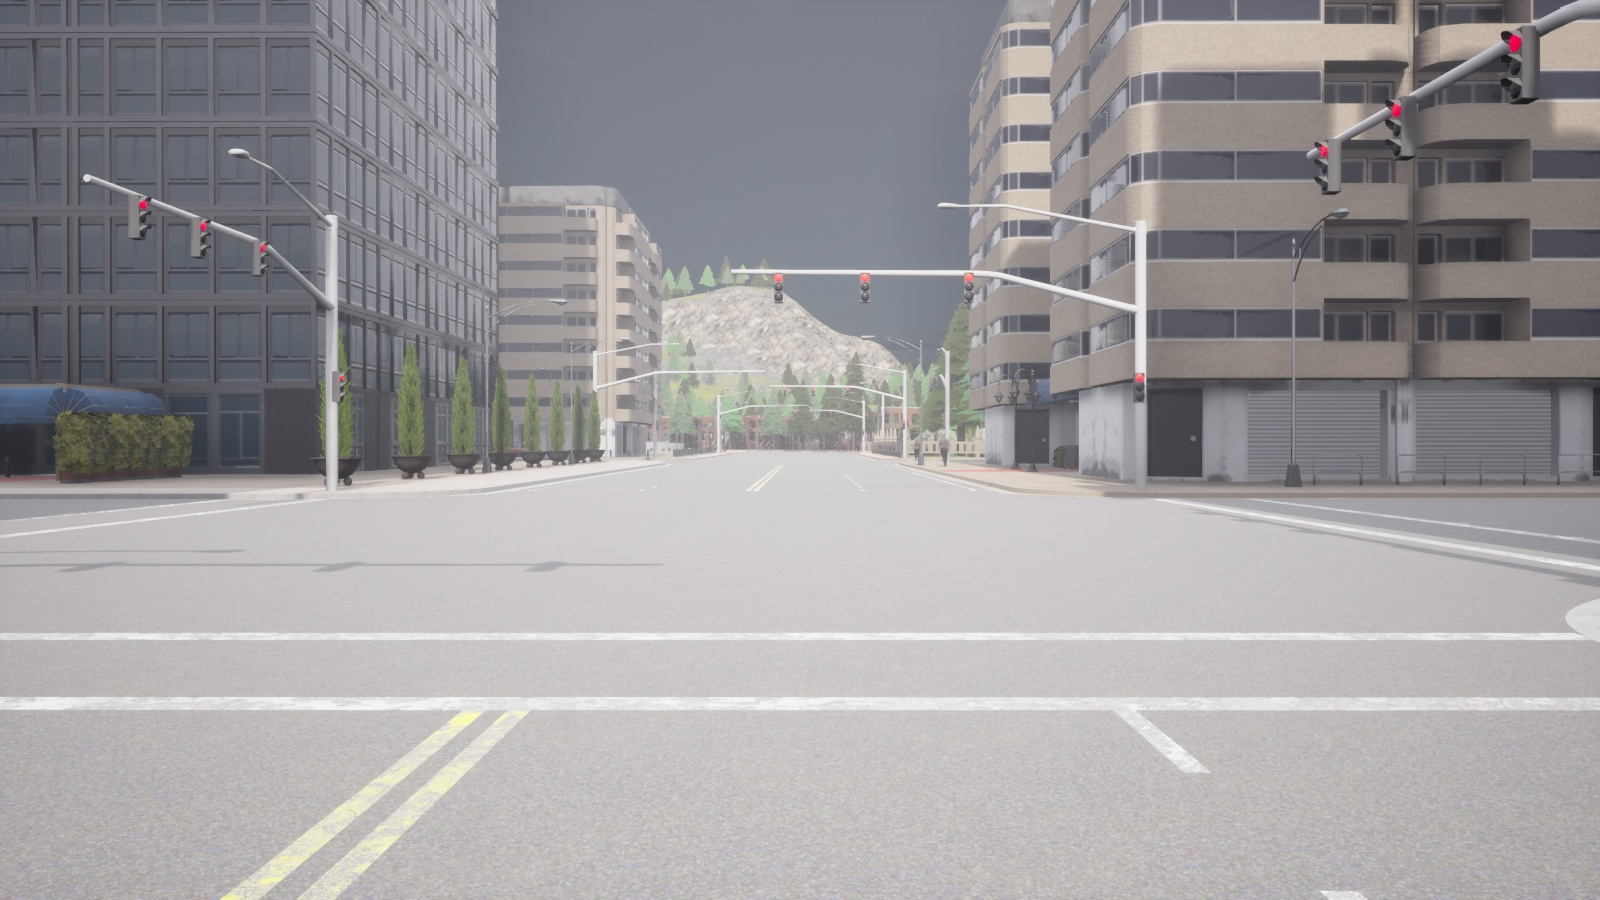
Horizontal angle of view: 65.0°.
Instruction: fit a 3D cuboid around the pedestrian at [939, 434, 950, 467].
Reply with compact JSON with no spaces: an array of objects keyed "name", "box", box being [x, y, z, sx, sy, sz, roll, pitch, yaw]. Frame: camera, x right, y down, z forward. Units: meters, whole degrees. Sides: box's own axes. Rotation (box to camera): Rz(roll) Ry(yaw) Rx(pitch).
[{"name":"pedestrian","box":[8.132,0.011,70.689,0.540,1.848,0.694,0,0,1]}]
